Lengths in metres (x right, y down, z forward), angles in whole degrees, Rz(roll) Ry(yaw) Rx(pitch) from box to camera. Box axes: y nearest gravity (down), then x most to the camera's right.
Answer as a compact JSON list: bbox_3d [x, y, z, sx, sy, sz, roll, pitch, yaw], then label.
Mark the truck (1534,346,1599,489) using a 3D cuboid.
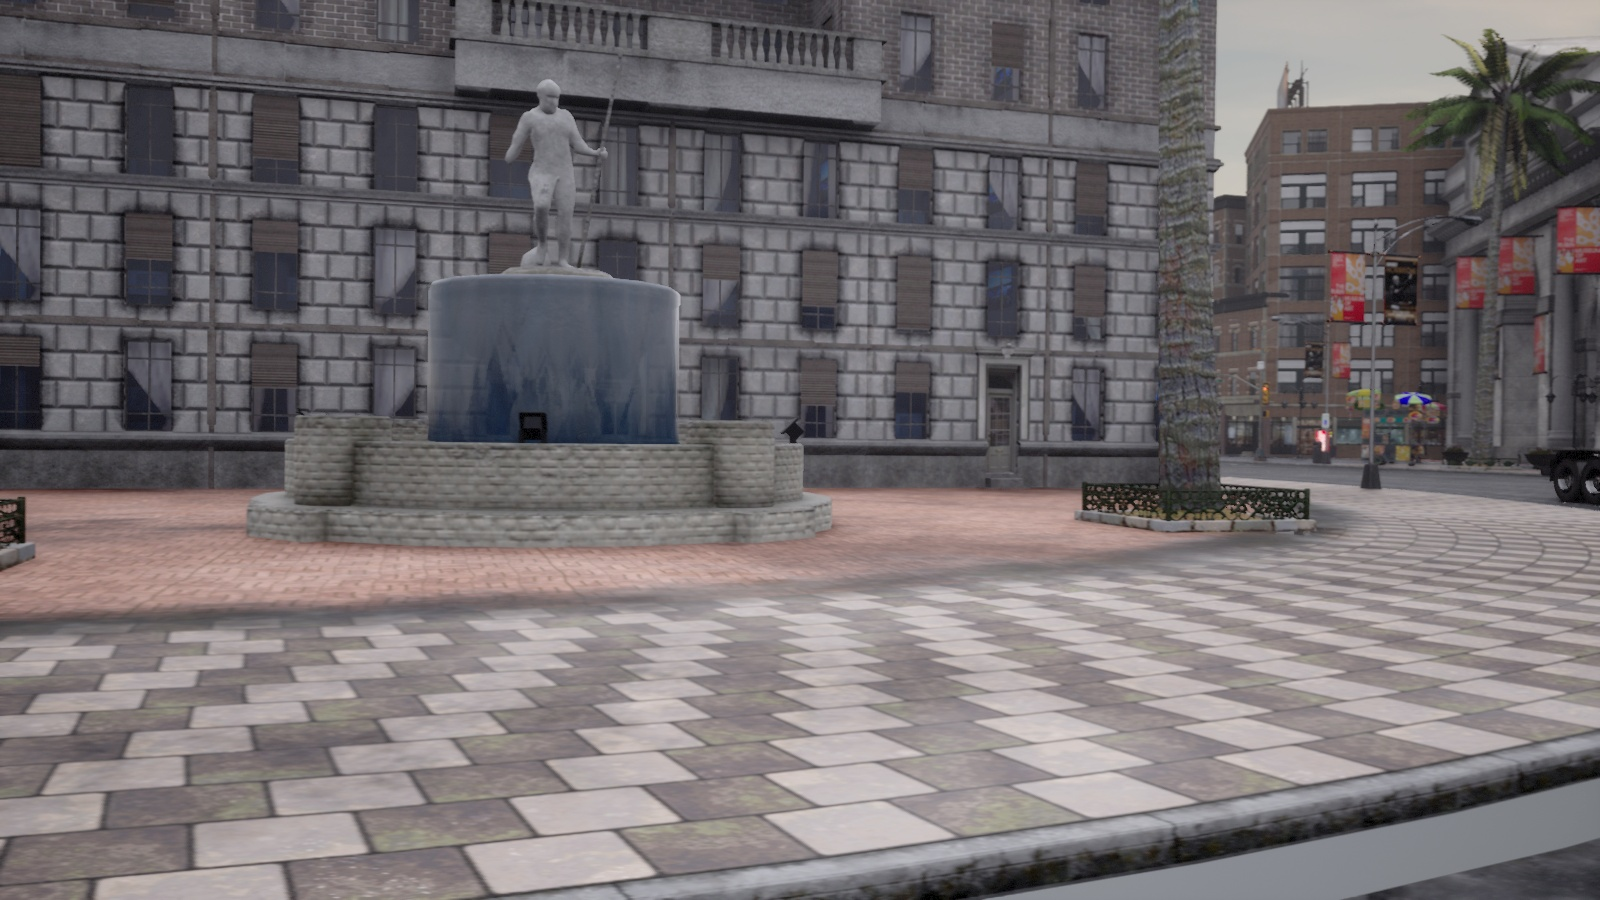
[{"bbox_3d":[20.784,-0.787,29.177,2.891,3.462,7.936,0,1,1],"label":"truck"}]
